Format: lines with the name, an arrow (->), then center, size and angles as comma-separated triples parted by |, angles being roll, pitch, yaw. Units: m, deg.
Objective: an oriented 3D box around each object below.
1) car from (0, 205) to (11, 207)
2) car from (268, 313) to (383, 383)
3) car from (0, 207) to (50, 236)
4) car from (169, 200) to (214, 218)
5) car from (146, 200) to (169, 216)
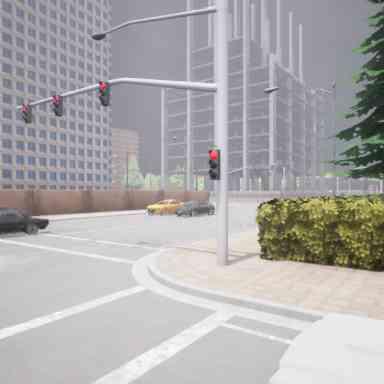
car -> -12.544, 1.559, 20.205 | 1.837, 1.490, 4.892 | 1, 0, 43
car -> 2.828, 1.601, 1.951 | 4.718, 1.301, 1.895 | 0, 0, 36
car -> -9.942, 1.644, 16.970 | 1.895, 1.301, 4.718 | 0, -1, 35
car -> 0.294, 1.559, 31.339 | 1.837, 1.490, 4.892 | 0, 0, 36
car -> -2.458, 1.533, 33.506 | 1.882, 1.535, 5.008 | 0, 0, 36
